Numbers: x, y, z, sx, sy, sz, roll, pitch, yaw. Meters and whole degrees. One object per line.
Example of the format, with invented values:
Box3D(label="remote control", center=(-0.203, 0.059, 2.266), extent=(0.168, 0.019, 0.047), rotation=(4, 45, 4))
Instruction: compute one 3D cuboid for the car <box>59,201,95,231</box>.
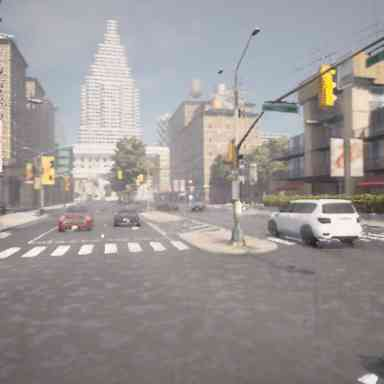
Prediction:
Box3D(label="car", center=(-8.104, 1.740, 23.662), extent=(2.097, 1.767, 4.553), rotation=(0, -1, -14))

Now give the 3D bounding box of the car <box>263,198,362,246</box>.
Box3D(label="car", center=(5.756, 1.391, 16.399), extent=(2.150, 2.045, 5.566), rotation=(0, -1, -13))

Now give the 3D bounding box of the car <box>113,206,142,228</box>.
Box3D(label="car", center=(-5.115, 1.900, 26.224), extent=(1.837, 1.490, 4.892), rotation=(0, -1, -13))

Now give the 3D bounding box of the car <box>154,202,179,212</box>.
Box3D(label="car", center=(-3.947, 2.268, 51.765), extent=(2.033, 1.411, 5.357), rotation=(0, -1, -33))

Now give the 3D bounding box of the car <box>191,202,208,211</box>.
Box3D(label="car", center=(1.172, 2.278, 51.916), extent=(1.895, 1.301, 4.718), rotation=(-1, -1, 11))
